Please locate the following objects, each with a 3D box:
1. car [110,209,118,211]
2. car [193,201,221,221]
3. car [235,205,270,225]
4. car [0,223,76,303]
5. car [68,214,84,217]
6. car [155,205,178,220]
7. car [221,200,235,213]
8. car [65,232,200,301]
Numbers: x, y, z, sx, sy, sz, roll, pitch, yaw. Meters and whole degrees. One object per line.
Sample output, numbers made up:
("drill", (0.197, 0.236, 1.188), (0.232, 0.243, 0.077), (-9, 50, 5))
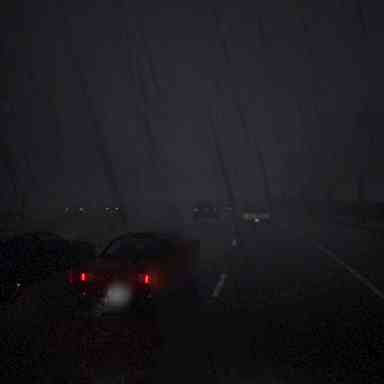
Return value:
("car", (-10.464, 2.099, 44.804), (1.837, 1.490, 4.892), (-1, -1, -8))
("car", (1.157, 1.545, 29.964), (2.097, 1.767, 4.553), (-1, 0, 1))
("car", (4.567, 1.673, 25.003), (1.895, 1.301, 4.718), (-1, 0, 3))
("car", (-4.552, 1.726, 8.761), (2.033, 1.411, 5.357), (-1, 0, 12))
("car", (-13.357, 1.972, 39.041), (2.097, 1.767, 4.553), (-1, 0, -6))
("car", (-2.279, 1.889, 31.260), (1.895, 1.301, 4.718), (-1, 0, 0))
("car", (4.162, 1.723, 40.651), (1.812, 1.442, 4.674), (-1, 0, -5))
("car", (-1.026, 1.691, 8.606), (1.895, 1.301, 4.718), (-1, 0, 11))
